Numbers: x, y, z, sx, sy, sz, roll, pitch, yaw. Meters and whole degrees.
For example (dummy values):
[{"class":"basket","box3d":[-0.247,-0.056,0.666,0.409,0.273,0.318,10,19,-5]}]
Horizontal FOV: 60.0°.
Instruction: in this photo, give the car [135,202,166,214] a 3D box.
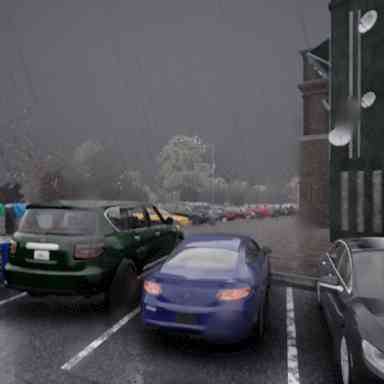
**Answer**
[{"class":"car","box3d":[-6.869,2.644,55.138,4.553,1.767,2.185,0,-2,15]}]

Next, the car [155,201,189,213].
[{"class":"car","box3d":[-3.538,2.699,60.051,5.566,2.045,2.435,0,-2,15]}]

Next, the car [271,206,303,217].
[{"class":"car","box3d":[16.033,3.245,56.312,5.008,1.535,2.097,2,-1,15]}]

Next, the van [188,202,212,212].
[{"class":"van","box3d":[1.681,2.995,67.362,4.442,1.987,1.878,0,-2,15]}]

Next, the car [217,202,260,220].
[{"class":"car","box3d":[5.729,2.576,41.517,4.553,1.767,2.185,2,-1,15]}]

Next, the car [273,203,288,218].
[{"class":"car","box3d":[10.877,2.722,48.912,5.566,2.045,2.435,2,-1,15]}]

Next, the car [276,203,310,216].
[{"class":"car","box3d":[17.776,3.086,58.785,5.566,2.045,2.435,2,-1,15]}]

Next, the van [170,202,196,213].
[{"class":"van","box3d":[-1.702,2.815,62.464,4.442,1.987,1.878,0,-2,15]}]

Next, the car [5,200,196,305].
[{"class":"car","box3d":[-1.868,1.212,8.306,2.435,2.045,5.566,0,-1,16]}]

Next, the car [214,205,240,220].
[{"class":"car","box3d":[2.312,2.521,36.562,5.008,1.535,2.097,2,-1,15]}]

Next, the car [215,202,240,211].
[{"class":"car","box3d":[8.305,3.330,77.180,5.566,2.045,2.435,0,-2,15]}]

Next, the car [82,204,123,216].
[{"class":"car","box3d":[-12.640,2.471,47.172,5.366,1.575,1.946,0,-2,15]}]

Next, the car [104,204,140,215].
[{"class":"car","box3d":[-10.498,2.607,49.913,4.792,1.488,2.163,0,-2,15]}]

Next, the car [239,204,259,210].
[{"class":"car","box3d":[15.004,3.941,86.984,5.008,1.535,2.097,0,-2,14]}]

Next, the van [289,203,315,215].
[{"class":"van","box3d":[21.057,3.288,63.753,4.442,1.987,1.878,2,-1,15]}]

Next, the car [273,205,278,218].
[{"class":"car","box3d":[9.156,2.912,46.441,4.792,1.488,2.163,2,-1,15]}]

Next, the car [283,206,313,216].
[{"class":"car","box3d":[19.454,3.427,61.251,5.008,1.535,2.097,2,-1,15]}]

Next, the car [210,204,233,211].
[{"class":"car","box3d":[6.670,3.520,74.716,4.792,1.488,2.163,0,-2,15]}]

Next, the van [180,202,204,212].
[{"class":"van","box3d":[-0.011,2.905,64.913,4.442,1.987,1.878,0,-2,15]}]

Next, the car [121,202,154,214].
[{"class":"car","box3d":[-8.622,2.554,52.716,4.553,1.767,2.185,0,-2,15]}]

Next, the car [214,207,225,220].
[{"class":"car","box3d":[0.576,2.467,34.085,4.674,1.452,2.002,2,-1,15]}]

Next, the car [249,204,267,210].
[{"class":"car","box3d":[18.222,4.150,91.938,4.792,1.488,2.163,0,-2,13]}]

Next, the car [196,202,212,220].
[{"class":"car","box3d":[-1.115,2.077,31.618,5.566,2.045,2.435,2,-1,15]}]

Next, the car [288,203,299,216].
[{"class":"car","box3d":[14.356,2.905,53.848,5.566,2.045,2.435,2,-1,15]}]

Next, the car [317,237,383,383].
[{"class":"car","box3d":[2.949,1.487,4.844,2.231,1.521,4.892,1,0,16]}]

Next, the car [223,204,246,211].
[{"class":"car","box3d":[10.192,3.668,79.576,5.366,1.575,1.946,0,-2,14]}]

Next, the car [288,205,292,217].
[{"class":"car","box3d":[12.579,3.093,51.381,4.792,1.488,2.163,2,-1,15]}]

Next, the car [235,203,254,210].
[{"class":"car","box3d":[13.377,3.726,84.521,4.553,1.767,2.185,0,-2,14]}]

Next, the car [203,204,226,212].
[{"class":"car","box3d":[4.920,3.430,72.277,4.792,1.488,2.163,0,-2,15]}]

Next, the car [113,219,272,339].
[{"class":"car","box3d":[0.538,1.514,6.557,2.002,1.452,4.674,0,-1,15]}]

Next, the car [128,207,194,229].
[{"class":"car","box3d":[-2.701,2.223,29.091,5.366,1.575,1.946,2,-1,15]}]

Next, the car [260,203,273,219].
[{"class":"car","box3d":[7.450,2.541,43.973,5.566,2.045,2.435,2,-1,15]}]

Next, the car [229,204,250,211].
[{"class":"car","box3d":[11.689,3.762,82.066,4.892,1.521,2.231,0,-2,14]}]

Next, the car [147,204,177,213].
[{"class":"car","box3d":[-5.207,2.900,57.594,4.674,1.452,2.002,0,-2,15]}]
